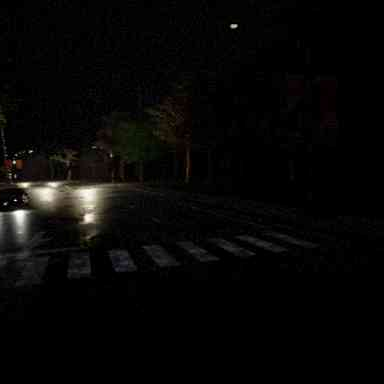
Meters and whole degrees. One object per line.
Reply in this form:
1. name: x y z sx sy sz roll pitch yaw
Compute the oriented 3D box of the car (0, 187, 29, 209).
1. car: -13.700 0.452 25.347 1.837 1.490 4.892 -3 4 -19
